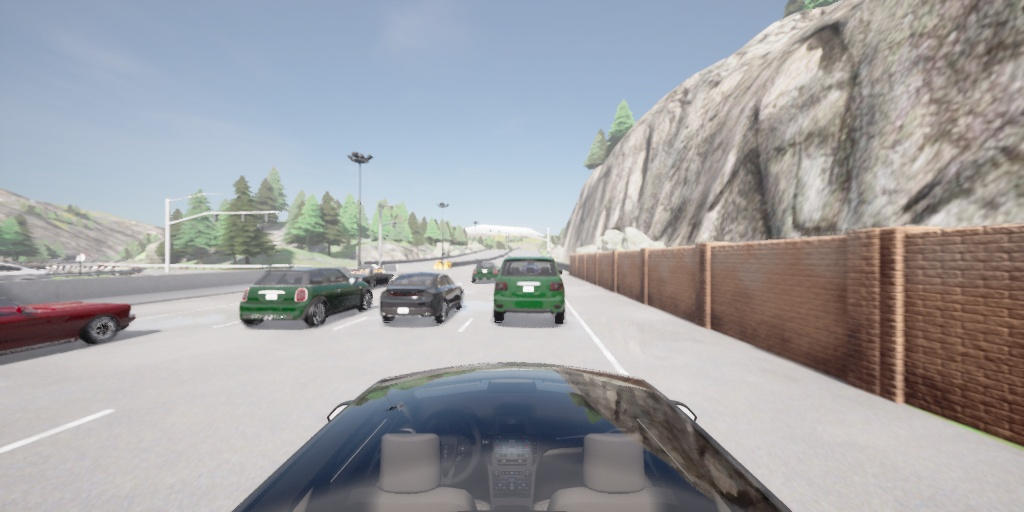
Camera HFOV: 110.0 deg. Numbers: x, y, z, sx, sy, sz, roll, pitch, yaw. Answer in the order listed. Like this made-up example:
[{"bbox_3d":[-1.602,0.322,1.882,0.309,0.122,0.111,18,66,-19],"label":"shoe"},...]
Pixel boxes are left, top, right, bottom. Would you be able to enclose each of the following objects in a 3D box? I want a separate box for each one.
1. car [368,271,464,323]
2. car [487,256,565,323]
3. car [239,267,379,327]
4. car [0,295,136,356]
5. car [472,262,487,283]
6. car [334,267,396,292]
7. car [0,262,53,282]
[{"bbox_3d":[-2.892,1.298,12.336,1.837,1.490,4.892,0,-1,3],"label":"car"},{"bbox_3d":[0.621,1.030,12.584,2.150,2.045,5.566,0,0,3],"label":"car"},{"bbox_3d":[-6.408,1.132,11.815,2.097,1.767,4.553,0,0,2],"label":"car"},{"bbox_3d":[-10.170,1.340,6.588,1.895,1.301,4.718,0,0,2],"label":"car"},{"bbox_3d":[-2.003,1.246,29.927,2.097,1.767,4.553,0,0,3],"label":"car"},{"bbox_3d":[-9.358,1.430,23.266,1.895,1.301,4.718,0,0,3],"label":"car"},{"bbox_3d":[-20.493,0.915,13.271,1.812,1.442,4.674,0,0,3],"label":"car"}]
